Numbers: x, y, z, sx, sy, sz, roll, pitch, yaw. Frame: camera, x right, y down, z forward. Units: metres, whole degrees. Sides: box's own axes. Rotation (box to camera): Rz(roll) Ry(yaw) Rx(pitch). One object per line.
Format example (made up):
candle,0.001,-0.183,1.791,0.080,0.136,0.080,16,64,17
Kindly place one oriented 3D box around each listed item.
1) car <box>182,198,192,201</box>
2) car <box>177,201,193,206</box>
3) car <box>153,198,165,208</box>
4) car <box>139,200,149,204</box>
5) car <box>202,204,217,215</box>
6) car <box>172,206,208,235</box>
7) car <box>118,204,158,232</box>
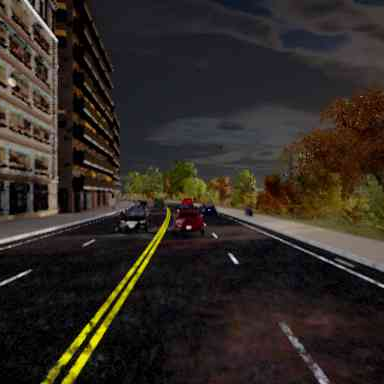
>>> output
car,-1.062,2.352,76.031,2.150,2.045,5.566,0,-1,-7
car,-1.061,2.144,39.307,2.033,1.411,5.357,0,-1,-3
car,-7.028,2.288,71.080,2.150,2.045,5.566,0,-1,-6
car,-10.258,2.565,70.723,1.837,1.490,4.892,0,-1,-6
car,1.988,2.205,42.556,1.994,1.385,4.181,0,-1,-3
car,-0.252,1.845,20.861,1.812,1.442,4.674,0,-1,-2
car,-3.751,1.844,22.741,2.128,1.511,4.902,0,-1,-2
